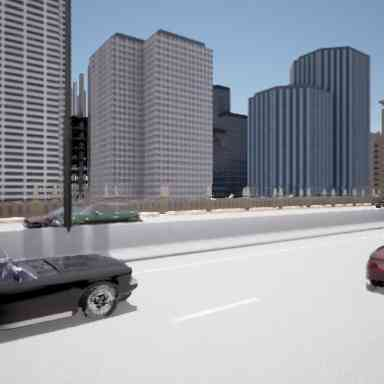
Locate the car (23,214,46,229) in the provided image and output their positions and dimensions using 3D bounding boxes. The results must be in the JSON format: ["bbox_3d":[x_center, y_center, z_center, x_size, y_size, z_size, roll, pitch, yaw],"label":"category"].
[{"bbox_3d":[-7.271,1.548,20.302,5.357,1.411,2.033,0,0,-35],"label":"car"}]

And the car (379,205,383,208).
[{"bbox_3d":[11.560,1.492,16.290,4.902,1.511,2.128,0,0,-36],"label":"car"}]

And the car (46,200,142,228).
[{"bbox_3d":[-4.971,1.352,17.643,4.553,1.767,2.097,0,0,-35],"label":"car"}]

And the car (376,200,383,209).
[{"bbox_3d":[19.687,1.549,30.926,5.357,1.411,2.033,0,0,-35],"label":"car"}]

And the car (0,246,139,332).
[{"bbox_3d":[-3.360,1.601,5.649,4.718,1.301,1.895,0,0,-35],"label":"car"}]

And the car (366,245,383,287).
[{"bbox_3d":[6.090,1.564,8.089,4.181,1.385,1.994,0,0,-35],"label":"car"}]

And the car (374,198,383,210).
[{"bbox_3d":[26.316,1.567,44.220,4.181,1.385,1.994,0,0,-35],"label":"car"}]
